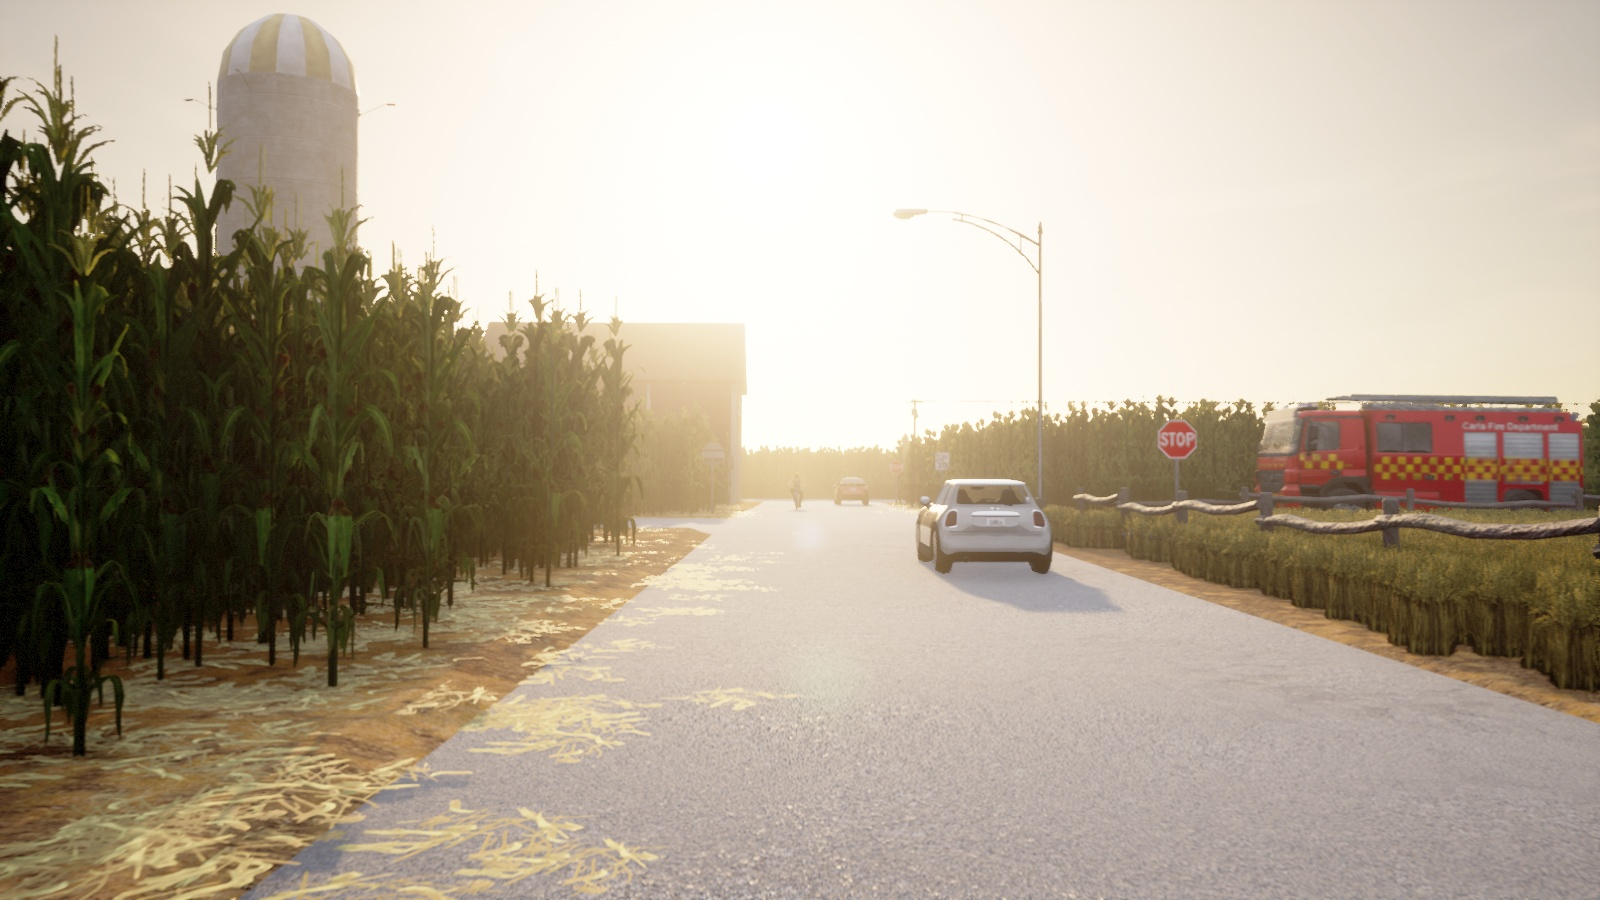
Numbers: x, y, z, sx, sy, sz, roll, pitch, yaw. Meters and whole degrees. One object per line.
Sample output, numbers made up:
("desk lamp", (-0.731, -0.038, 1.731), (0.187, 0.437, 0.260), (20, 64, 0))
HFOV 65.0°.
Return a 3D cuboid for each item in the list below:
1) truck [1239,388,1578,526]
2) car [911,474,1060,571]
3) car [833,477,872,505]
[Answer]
("truck", (17.583, 0.217, 36.708), (8.468, 3.827, 2.891), (0, -1, 0))
("car", (3.046, 1.167, 21.417), (1.970, 1.475, 3.806), (0, -1, 0))
("car", (2.924, 2.277, 71.089), (2.007, 1.525, 4.514), (0, -1, 0))
